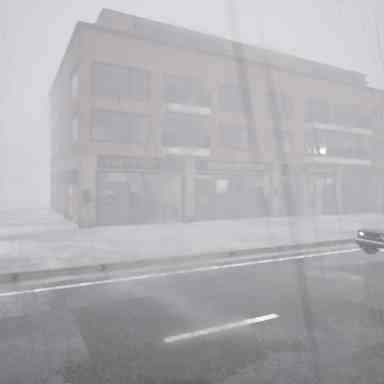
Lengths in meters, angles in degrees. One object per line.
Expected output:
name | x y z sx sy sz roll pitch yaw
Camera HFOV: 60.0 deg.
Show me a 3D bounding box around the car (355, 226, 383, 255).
car | 7.617 1.428 10.951 4.718 1.301 1.895 0 1 -28
